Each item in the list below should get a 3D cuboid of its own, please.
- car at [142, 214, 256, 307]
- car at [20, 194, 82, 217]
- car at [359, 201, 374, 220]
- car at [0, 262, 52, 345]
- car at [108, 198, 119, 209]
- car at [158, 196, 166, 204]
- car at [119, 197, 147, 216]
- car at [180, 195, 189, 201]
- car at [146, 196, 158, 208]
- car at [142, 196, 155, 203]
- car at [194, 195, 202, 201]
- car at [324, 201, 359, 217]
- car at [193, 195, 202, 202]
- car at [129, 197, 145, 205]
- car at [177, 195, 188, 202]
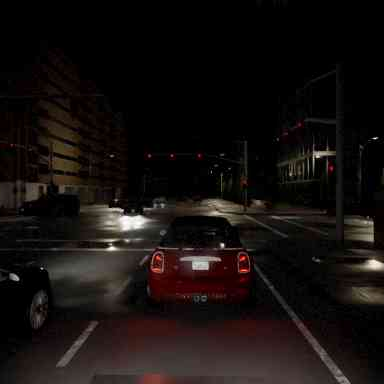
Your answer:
[{"bbox_3d":[0.223,1.352,8.139,2.097,1.767,4.553,0,0,2],"label":"car"},{"bbox_3d":[-13.375,1.258,31.905,2.150,2.045,5.566,2,1,39],"label":"car"},{"bbox_3d":[16.702,1.603,26.497,5.357,1.411,2.033,0,0,1],"label":"car"},{"bbox_3d":[-3.395,1.492,3.911,2.128,1.511,4.902,0,0,1],"label":"car"},{"bbox_3d":[-10.114,1.564,45.892,1.994,1.385,4.181,0,0,1],"label":"car"},{"bbox_3d":[-6.106,1.525,63.283,1.812,1.442,4.674,0,0,2],"label":"car"},{"bbox_3d":[-5.994,1.513,33.570,2.128,1.511,4.902,0,0,-11],"label":"car"},{"bbox_3d":[-1.927,1.540,83.967,2.033,1.411,5.357,0,0,2],"label":"car"},{"bbox_3d":[-6.589,1.547,47.578,2.033,1.411,5.357,0,0,1],"label":"car"},{"bbox_3d":[-9.306,1.548,71.510,1.994,1.385,4.181,0,0,2],"label":"car"},{"bbox_3d":[1.576,1.478,84.013,1.882,1.535,5.008,0,0,2],"label":"car"},{"bbox_3d":[14.516,1.547,30.045,4.902,1.511,2.128,0,0,1],"label":"car"},{"bbox_3d":[1.271,1.478,73.859,1.882,1.535,5.008,0,0,2],"label":"car"},{"bbox_3d":[-9.738,1.601,59.545,1.895,1.301,4.718,0,0,2],"label":"car"},{"bbox_3d":[-2.228,1.524,73.881,2.128,1.511,4.902,0,0,2],"label":"car"}]
